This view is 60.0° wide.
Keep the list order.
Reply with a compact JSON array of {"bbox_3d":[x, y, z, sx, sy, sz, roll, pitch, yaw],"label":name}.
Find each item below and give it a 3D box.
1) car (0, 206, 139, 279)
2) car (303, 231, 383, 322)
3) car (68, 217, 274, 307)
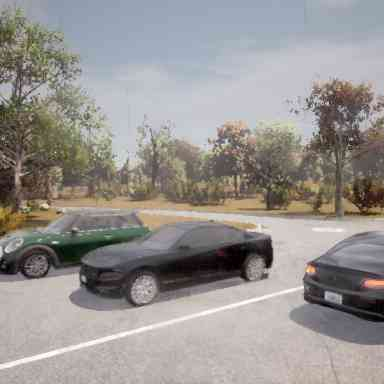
[{"bbox_3d":[-3.417,1.352,10.132,4.553,1.767,2.097,0,0,-35],"label":"car"},{"bbox_3d":[4.131,1.527,6.695,4.674,1.442,1.812,0,0,-36],"label":"car"},{"bbox_3d":[-0.145,1.478,8.162,5.008,1.535,1.882,0,0,-35],"label":"car"}]
